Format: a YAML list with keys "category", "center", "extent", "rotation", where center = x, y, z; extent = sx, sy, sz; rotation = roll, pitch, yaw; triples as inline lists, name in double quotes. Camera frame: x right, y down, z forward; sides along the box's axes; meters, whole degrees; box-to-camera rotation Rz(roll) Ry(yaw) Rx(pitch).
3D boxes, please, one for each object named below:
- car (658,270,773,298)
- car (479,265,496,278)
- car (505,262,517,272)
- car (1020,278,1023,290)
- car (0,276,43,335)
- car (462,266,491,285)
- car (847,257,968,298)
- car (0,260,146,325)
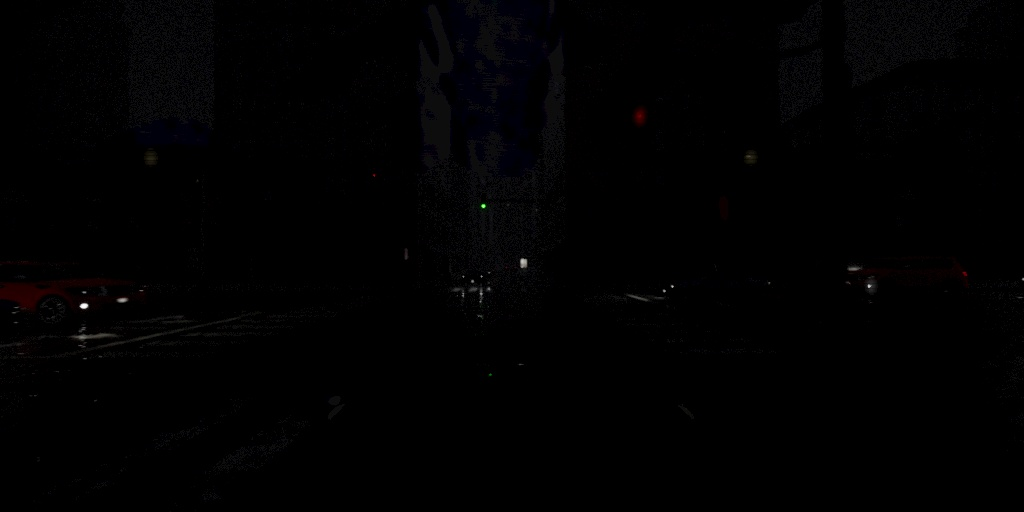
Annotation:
- category: "car"
  center: [10.747, 1.458, 19.097]
  extent: [5.357, 1.411, 2.033]
  rotation: [0, -1, 0]
- category: "car"
  center: [-3.187, 1.775, 40.900]
  extent: [1.837, 1.490, 4.892]
  rotation: [0, -1, 0]
- category: "car"
  center: [-0.108, 2.128, 62.721]
  extent: [1.994, 1.385, 4.181]
  rotation: [0, -1, 1]
- category: "car"
  center: [30.606, 1.191, 19.245]
  extent: [4.553, 1.767, 2.097]
  rotation: [0, -1, 0]
- category: "car"
  center: [-15.507, 1.377, 8.941]
  extent: [5.008, 1.535, 1.882]
  rotation: [0, -1, 0]
- category: "car"
  center: [-3.135, 1.732, 30.660]
  extent: [1.895, 1.301, 4.718]
  rotation: [0, -1, 0]
- category: "car"
  center: [20.710, 1.095, 19.178]
  extent: [5.566, 2.045, 2.150]
  rotation: [0, -1, -1]
- category: "car"
  center: [-15.994, 1.164, 12.192]
  extent: [5.566, 2.045, 2.150]
  rotation: [0, -1, 0]
